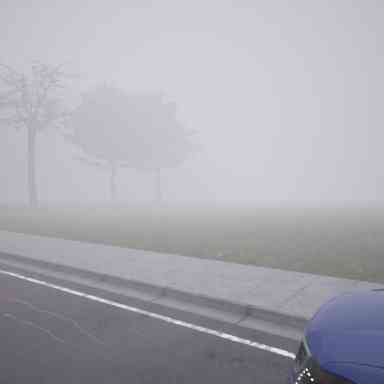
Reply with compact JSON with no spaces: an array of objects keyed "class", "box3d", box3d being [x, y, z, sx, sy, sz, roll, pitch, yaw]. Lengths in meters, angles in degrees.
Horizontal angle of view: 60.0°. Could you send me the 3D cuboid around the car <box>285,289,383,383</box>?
[{"class":"car","box3d":[3.215,1.219,1.396,5.566,2.045,2.150,0,0,36]}]
